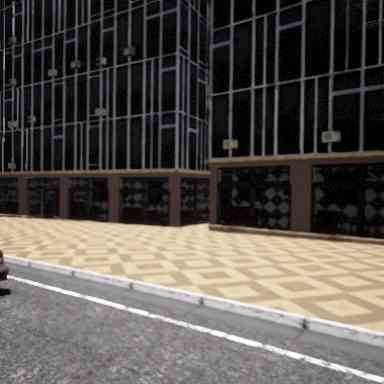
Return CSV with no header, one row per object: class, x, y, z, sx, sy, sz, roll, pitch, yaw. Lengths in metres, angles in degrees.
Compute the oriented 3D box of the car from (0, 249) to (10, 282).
car,-6.602,1.534,8.033,5.357,1.411,2.033,0,0,33
